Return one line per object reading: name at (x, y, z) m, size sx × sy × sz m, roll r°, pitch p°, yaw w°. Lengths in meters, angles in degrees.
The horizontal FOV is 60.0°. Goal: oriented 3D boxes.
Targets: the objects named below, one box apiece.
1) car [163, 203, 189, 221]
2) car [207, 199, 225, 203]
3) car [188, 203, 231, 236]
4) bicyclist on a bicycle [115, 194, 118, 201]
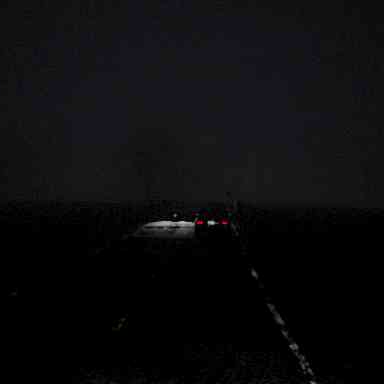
car at (-1.114, 1.557, 26.847) m, size 1.994 × 1.385 × 4.181 m, roll 0°, pitch 0°, yaw 5°
car at (2.778, 1.492, 38.444) m, size 1.882 × 1.535 × 5.008 m, roll 0°, pitch 0°, yaw 5°
car at (1.171, 1.537, 18.416) m, size 2.033 × 1.411 × 5.357 m, roll 0°, pitch 0°, yaw 5°
bicyclist on a bicycle at (-16.569, 1.146, 73.396) m, size 0.582 × 1.620 × 1.656 m, roll 1°, pitch 0°, yaw 7°
